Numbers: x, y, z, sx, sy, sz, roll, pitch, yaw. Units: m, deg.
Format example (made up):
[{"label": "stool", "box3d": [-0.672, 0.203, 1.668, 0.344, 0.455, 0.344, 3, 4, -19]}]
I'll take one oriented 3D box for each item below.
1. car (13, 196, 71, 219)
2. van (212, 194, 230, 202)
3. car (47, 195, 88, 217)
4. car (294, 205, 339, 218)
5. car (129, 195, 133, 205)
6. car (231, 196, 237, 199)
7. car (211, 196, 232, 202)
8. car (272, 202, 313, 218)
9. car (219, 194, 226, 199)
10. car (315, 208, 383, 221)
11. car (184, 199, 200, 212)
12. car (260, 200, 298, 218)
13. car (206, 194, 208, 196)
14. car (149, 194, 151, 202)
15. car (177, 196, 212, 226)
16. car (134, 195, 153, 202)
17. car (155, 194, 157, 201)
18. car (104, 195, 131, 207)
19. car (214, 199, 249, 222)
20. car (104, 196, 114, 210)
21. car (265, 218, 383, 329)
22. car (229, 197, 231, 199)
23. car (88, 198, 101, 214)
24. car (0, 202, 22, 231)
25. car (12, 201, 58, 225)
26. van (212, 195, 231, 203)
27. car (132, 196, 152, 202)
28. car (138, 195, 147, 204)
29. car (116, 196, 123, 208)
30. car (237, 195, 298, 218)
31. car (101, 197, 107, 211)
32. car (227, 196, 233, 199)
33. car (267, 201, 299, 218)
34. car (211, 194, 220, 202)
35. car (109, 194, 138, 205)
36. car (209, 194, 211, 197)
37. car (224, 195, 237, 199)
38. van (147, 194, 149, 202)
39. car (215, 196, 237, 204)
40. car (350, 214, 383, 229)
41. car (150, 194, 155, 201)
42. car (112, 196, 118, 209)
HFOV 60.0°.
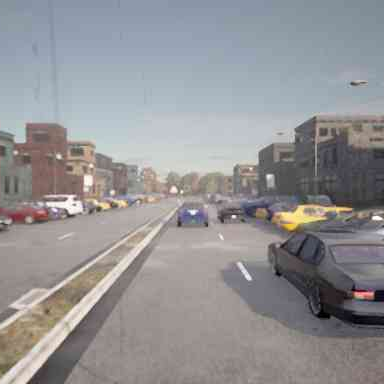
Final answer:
[{"label": "car", "box3d": [-12.775, 1.422, 27.175, 4.553, 1.767, 2.185, 0, 0, 0]}, {"label": "van", "box3d": [7.506, 1.641, 87.106, 4.442, 1.987, 1.878, 0, 0, 0]}, {"label": "car", "box3d": [-12.769, 1.307, 29.988, 5.566, 2.045, 2.435, 0, 0, 0]}, {"label": "car", "box3d": [7.590, 1.532, 15.403, 4.792, 1.488, 2.163, 0, 0, 0]}, {"label": "car", "box3d": [-12.741, 1.691, 54.993, 4.892, 1.521, 2.231, 0, 0, 0]}, {"label": "car", "box3d": [7.541, 1.618, 40.222, 5.008, 1.535, 2.097, 0, 0, 0]}, {"label": "car", "box3d": [7.404, 1.856, 84.347, 5.008, 1.535, 2.097, 0, 0, 0]}, {"label": "car", "box3d": [7.430, 1.507, 18.160, 5.366, 1.575, 1.946, 0, 0, 0]}, {"label": "car", "box3d": [7.481, 1.443, 51.254, 5.566, 2.045, 2.435, 0, 0, 0]}, {"label": "car", "box3d": [7.594, 1.524, 12.648, 4.792, 1.488, 2.163, 0, 0, 0]}, {"label": "car", "box3d": [0.000, 1.623, 41.175, 1.882, 1.535, 5.008, 0, -1, 0]}, {"label": "car", "box3d": [7.631, 1.559, 23.680, 4.792, 1.488, 2.163, 0, 0, 0]}, {"label": "car", "box3d": [7.185, 1.886, 92.618, 5.366, 1.575, 1.946, 0, 0, 0]}, {"label": "car", "box3d": [-12.813, 1.849, 80.008, 4.674, 1.452, 2.002, 0, 0, 0]}, {"label": "car", "box3d": [0.059, 1.402, 23.798, 2.097, 1.767, 4.553, 0, 0, 0]}, {"label": "car", "box3d": [-12.864, 1.718, 88.347, 4.553, 1.767, 2.185, 0, 0, 0]}, {"label": "car", "box3d": [-12.835, 1.856, 91.128, 5.008, 1.535, 2.097, 0, 0, 0]}, {"label": "car", "box3d": [-12.745, 1.675, 52.214, 5.008, 1.535, 2.097, 0, 0, 0]}, {"label": "car", "box3d": [3.050, 1.568, 26.755, 1.837, 1.490, 4.892, 0, 0, 0]}, {"label": "car", "box3d": [-12.921, 1.611, 41.105, 5.366, 1.575, 1.946, 0, 0, 0]}, {"label": "car", "box3d": [3.090, 1.553, 7.319, 2.033, 1.411, 5.357, 0, 0, 0]}, {"label": "car", "box3d": [7.534, 1.677, 42.979, 4.674, 1.452, 2.002, 0, 0, 0]}, {"label": "car", "box3d": [-12.709, 1.614, 35.547, 4.792, 1.488, 2.163, 0, 0, 0]}, {"label": "car", "box3d": [-12.754, 1.519, 18.748, 4.892, 1.521, 2.231, 0, 0, 0]}, {"label": "car", "box3d": [-12.741, 1.576, 24.304, 4.674, 1.452, 2.002, 0, 0, 0]}, {"label": "van", "box3d": [7.291, 1.621, 81.590, 4.442, 1.987, 1.878, 0, 0, 0]}, {"label": "car", "box3d": [-12.820, 1.832, 85.567, 5.008, 1.535, 2.097, 0, 0, 0]}, {"label": "car", "box3d": [-12.783, 1.773, 71.670, 4.892, 1.521, 2.231, 0, 0, 0]}, {"label": "car", "box3d": [-12.738, 1.644, 46.538, 5.008, 1.535, 2.097, 0, 0, 0]}, {"label": "car", "box3d": [7.545, 1.317, 31.952, 5.566, 2.045, 2.435, 0, 0, 0]}, {"label": "car", "box3d": [-12.707, 1.628, 38.325, 4.792, 1.488, 2.163, 0, 0, 0]}, {"label": "car", "box3d": [7.525, 1.698, 45.867, 4.674, 1.452, 2.002, 0, 0, 0]}, {"label": "car", "box3d": [7.796, 1.516, 20.924, 5.366, 1.575, 1.946, 0, 0, 0]}, {"label": "car", "box3d": [7.473, 1.552, 70.558, 5.566, 2.045, 2.435, 0, 0, 0]}, {"label": "car", "box3d": [-12.726, 1.453, 57.774, 5.566, 2.045, 2.435, 0, 0, 0]}, {"label": "car", "box3d": [7.445, 1.586, 78.832, 5.566, 2.045, 2.435, 0, 0, 0]}, {"label": "car", "box3d": [7.487, 1.550, 48.495, 4.553, 1.767, 2.185, 0, 0, 0]}, {"label": "van", "box3d": [-12.921, 1.571, 77.230, 4.442, 1.987, 1.878, 0, 0, 0]}, {"label": "car", "box3d": [7.467, 1.689, 73.192, 4.553, 1.767, 2.185, 0, 0, 0]}, {"label": "car", "box3d": [7.624, 1.530, 9.926, 4.674, 1.452, 2.002, 0, 0, 0]}, {"label": "car", "box3d": [-12.633, 1.818, 82.789, 5.366, 1.575, 1.946, 0, 0, 0]}, {"label": "car", "box3d": [-12.763, 1.659, 43.883, 4.792, 1.488, 2.163, 0, 0, 0]}]
